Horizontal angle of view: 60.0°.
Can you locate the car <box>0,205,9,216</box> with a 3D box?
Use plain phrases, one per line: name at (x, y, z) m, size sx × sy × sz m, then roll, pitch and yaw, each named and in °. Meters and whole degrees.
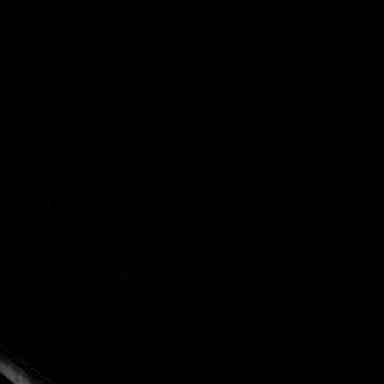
car at (-18.349, 1.599, 30.501) m, size 2.128 × 1.511 × 4.902 m, roll -1°, pitch 0°, yaw -14°
